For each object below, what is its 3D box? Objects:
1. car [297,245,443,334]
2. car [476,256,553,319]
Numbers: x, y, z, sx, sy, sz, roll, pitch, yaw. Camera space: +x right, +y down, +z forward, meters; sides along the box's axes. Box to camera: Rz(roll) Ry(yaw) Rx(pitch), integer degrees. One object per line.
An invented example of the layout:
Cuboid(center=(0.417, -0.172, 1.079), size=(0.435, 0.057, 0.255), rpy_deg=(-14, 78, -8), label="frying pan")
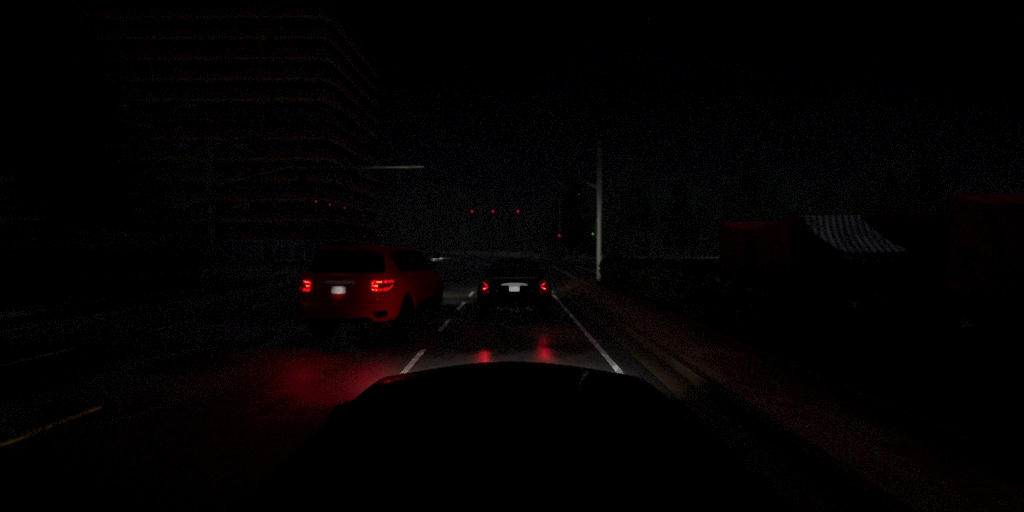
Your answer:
Cuboid(center=(-3.435, 0.747, 9.860), size=(2.150, 2.045, 5.566), rpy_deg=(0, 1, 1), label="car")
Cuboid(center=(0.078, 0.836, 11.654), size=(2.097, 1.767, 4.553), rpy_deg=(0, 2, 0), label="car")
